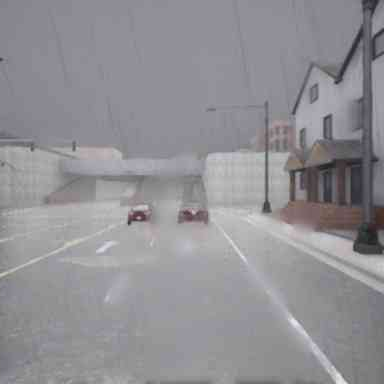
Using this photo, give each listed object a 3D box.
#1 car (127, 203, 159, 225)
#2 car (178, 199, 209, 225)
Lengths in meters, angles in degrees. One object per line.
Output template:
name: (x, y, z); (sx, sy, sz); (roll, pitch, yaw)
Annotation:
car: (-3.427, 1.530, 23.862); (1.812, 1.442, 4.674); (0, 0, 0)
car: (0.107, 1.356, 23.850); (2.097, 1.767, 4.553); (0, 0, 0)
